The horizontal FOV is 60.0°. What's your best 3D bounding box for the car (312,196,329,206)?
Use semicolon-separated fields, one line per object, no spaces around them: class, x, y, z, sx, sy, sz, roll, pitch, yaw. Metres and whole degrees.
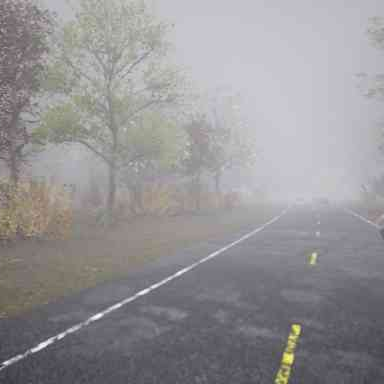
car;22.090;1.499;56.410;2.128;1.511;4.902;-1;-1;17

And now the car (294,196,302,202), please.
car;25.234;1.679;79.085;1.895;1.301;4.718;-1;0;17

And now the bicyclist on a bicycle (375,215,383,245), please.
bicyclist on a bicycle;7.639;1.414;12.954;0.866;1.612;1.509;-1;0;22
